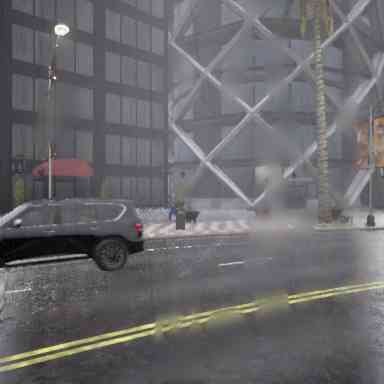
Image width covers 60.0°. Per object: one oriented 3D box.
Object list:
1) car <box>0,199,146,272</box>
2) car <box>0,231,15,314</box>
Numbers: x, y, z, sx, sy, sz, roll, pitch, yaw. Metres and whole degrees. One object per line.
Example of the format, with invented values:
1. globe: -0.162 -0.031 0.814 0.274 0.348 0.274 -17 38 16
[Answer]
1. car: -4.069 1.221 9.393 5.566 2.045 2.150 0 0 -31
2. car: -5.145 1.526 4.414 4.674 1.442 1.812 0 0 -35
